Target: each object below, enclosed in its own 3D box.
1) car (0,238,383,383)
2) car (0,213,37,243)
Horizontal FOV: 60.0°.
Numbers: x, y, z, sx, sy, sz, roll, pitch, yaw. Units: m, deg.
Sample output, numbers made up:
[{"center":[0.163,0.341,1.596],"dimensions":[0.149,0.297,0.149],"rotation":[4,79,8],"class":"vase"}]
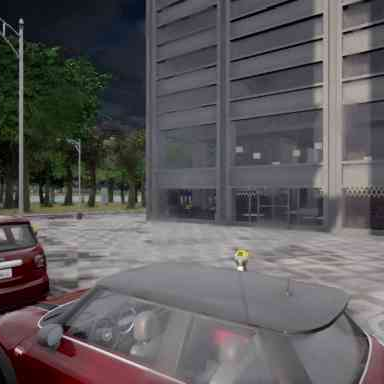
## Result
[{"center":[-0.351,1.440,3.212],"dimensions":[4.097,1.590,1.967],"rotation":[0,0,35],"class":"car"},{"center":[-4.780,1.315,6.367],"dimensions":[5.009,1.841,2.192],"rotation":[0,0,35],"class":"car"}]
